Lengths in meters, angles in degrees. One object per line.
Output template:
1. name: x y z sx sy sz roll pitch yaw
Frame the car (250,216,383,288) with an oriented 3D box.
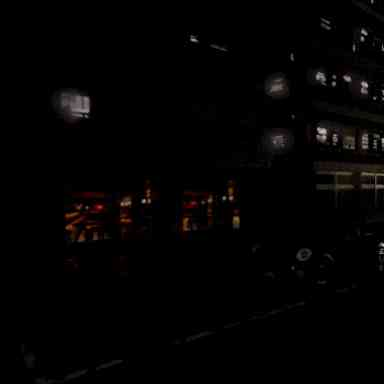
1. car: 3.466 1.420 9.052 4.097 1.590 1.967 0 -1 -36
